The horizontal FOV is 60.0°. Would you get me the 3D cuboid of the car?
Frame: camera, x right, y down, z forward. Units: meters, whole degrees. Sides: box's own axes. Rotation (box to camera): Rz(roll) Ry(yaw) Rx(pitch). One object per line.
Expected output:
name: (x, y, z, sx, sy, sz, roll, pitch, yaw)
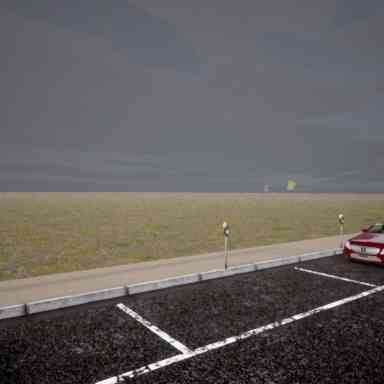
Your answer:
car: (6.637, 1.584, 10.792, 4.206, 1.307, 1.802, 0, 1, -35)
